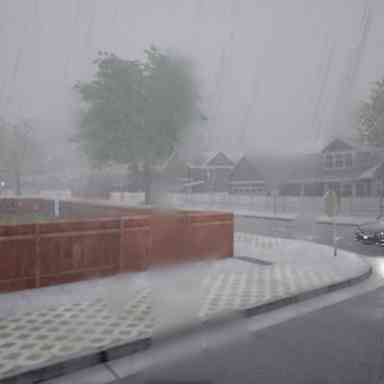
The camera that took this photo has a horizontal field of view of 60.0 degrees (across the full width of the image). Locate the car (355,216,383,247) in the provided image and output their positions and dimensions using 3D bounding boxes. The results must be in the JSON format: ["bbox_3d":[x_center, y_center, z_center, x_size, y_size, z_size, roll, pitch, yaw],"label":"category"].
[{"bbox_3d":[8.899,1.411,13.374,4.892,1.490,1.837,-1,2,-18],"label":"car"}]
